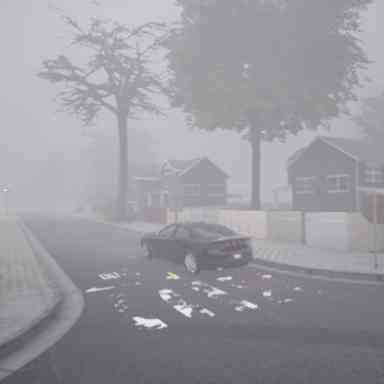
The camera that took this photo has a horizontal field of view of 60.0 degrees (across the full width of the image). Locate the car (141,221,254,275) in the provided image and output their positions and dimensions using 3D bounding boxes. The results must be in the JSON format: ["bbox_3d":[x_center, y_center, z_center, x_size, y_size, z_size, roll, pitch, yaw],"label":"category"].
[{"bbox_3d":[-0.065,1.733,11.567,1.882,1.535,5.008,-1,0,-34],"label":"car"}]
